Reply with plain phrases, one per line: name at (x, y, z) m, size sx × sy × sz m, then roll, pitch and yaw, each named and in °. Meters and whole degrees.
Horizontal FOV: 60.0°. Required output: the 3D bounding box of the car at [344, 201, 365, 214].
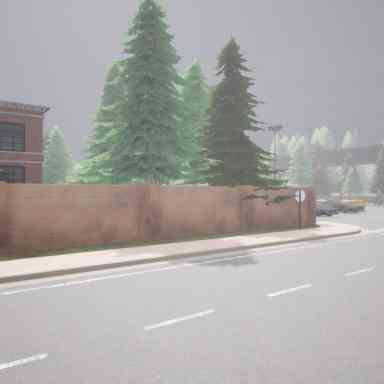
car at (15.834, 1.548, 36.415) m, size 2.033 × 1.411 × 5.357 m, roll 0°, pitch 0°, yaw -35°

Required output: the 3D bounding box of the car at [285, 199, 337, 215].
car at (12.454, 1.493, 35.132) m, size 2.128 × 1.511 × 4.902 m, roll 0°, pitch 0°, yaw -36°

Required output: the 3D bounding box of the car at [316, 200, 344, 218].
car at (10.891, 1.548, 31.167) m, size 2.033 × 1.411 × 5.357 m, roll 0°, pitch 0°, yaw -33°

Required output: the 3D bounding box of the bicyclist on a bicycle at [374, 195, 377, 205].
bicyclist on a bicycle at (30.148, 1.301, 54.262) m, size 1.656 × 1.620 × 0.582 m, roll 0°, pitch 0°, yaw -35°
